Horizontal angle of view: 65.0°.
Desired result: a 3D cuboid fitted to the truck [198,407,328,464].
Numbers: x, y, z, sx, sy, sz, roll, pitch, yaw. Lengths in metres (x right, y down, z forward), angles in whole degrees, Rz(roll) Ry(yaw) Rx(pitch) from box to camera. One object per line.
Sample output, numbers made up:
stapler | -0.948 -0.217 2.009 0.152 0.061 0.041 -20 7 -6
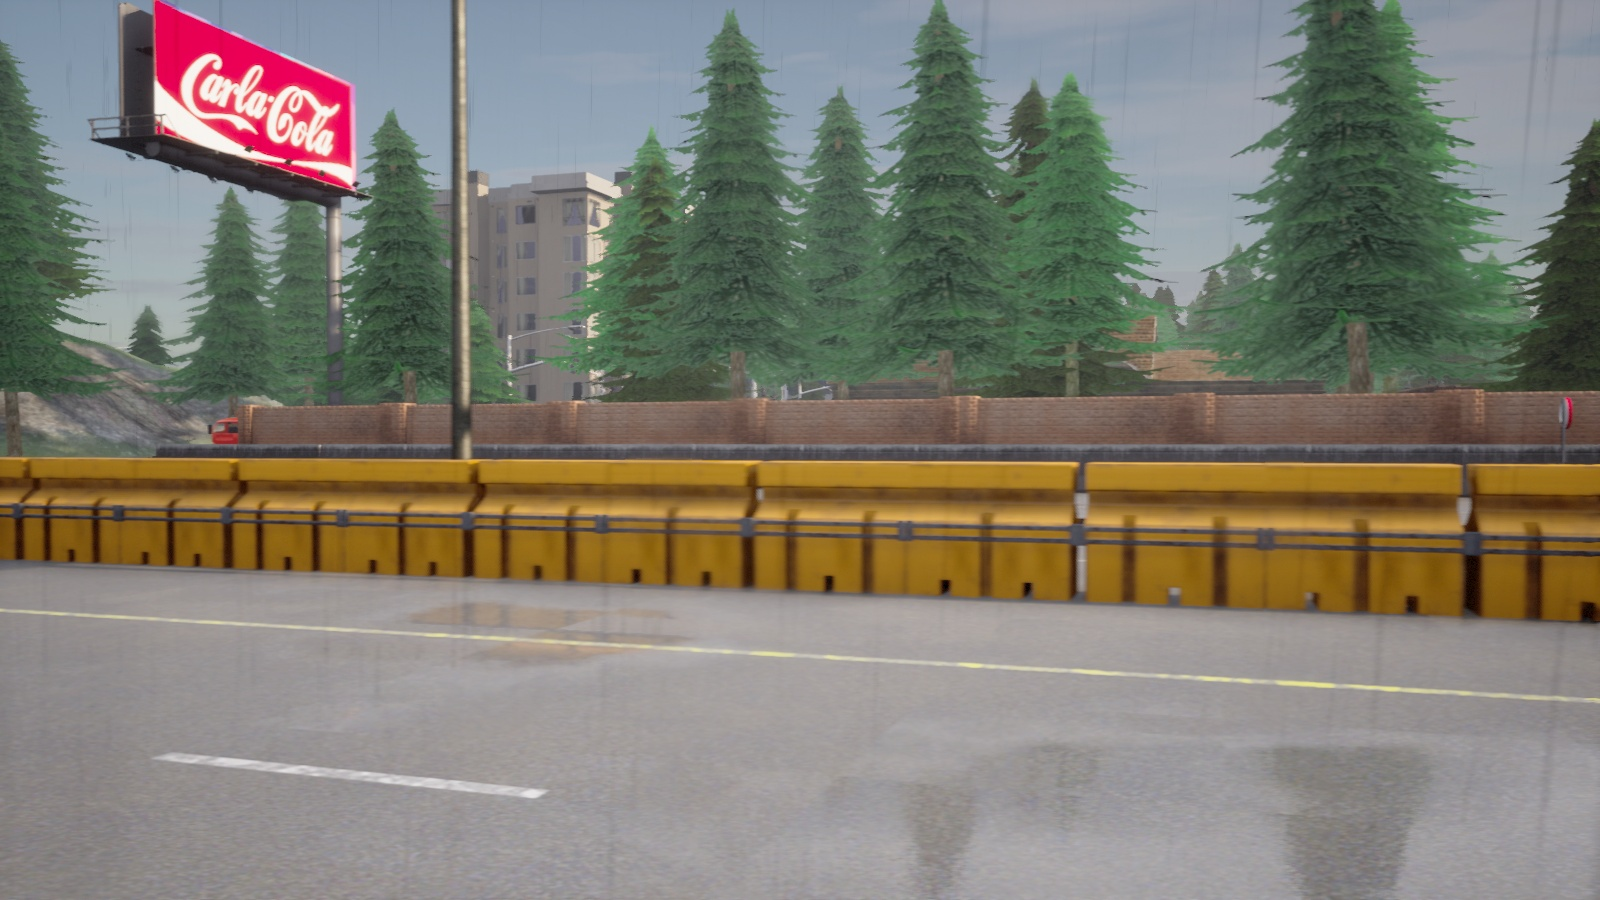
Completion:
truck | -24.446 -0.692 57.423 2.627 2.467 5.204 1 1 19
